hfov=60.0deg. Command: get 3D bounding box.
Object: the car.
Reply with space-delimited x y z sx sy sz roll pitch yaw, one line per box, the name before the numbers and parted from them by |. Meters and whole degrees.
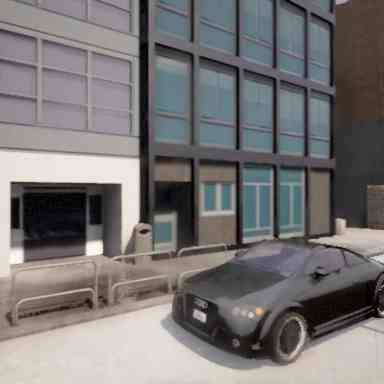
car | 1.741 1.564 5.847 4.181 1.385 1.994 0 0 -35
